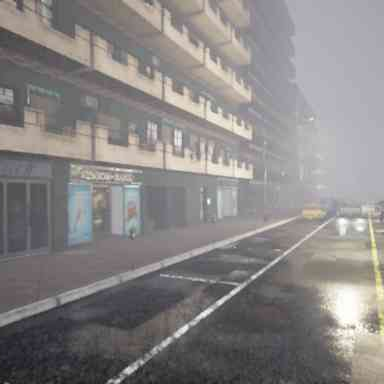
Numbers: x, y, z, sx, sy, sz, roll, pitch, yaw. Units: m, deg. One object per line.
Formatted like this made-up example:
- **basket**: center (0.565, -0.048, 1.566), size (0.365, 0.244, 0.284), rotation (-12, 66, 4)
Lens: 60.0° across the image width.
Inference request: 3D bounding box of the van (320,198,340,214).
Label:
- **van**: center (15.728, 1.562, 38.573), size (1.690, 1.788, 3.998), rotation (-1, -1, 28)

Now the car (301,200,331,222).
- **car**: center (10.408, 1.696, 28.383), size (1.752, 1.417, 4.829), rotation (-1, -1, 28)

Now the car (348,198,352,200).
- **car**: center (31.385, 1.930, 68.528), size (1.752, 1.417, 4.829), rotation (-1, -1, 28)

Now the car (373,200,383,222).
- **car**: center (16.148, 1.567, 26.919), size (2.128, 1.511, 4.902), rotation (-1, -1, 28)

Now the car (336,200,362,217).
- **car**: center (15.683, 1.751, 32.785), size (1.895, 1.301, 4.718), rotation (-1, -1, 28)

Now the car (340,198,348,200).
- **car**: center (23.596, 1.748, 53.625), size (1.967, 1.590, 4.097), rotation (-1, -1, 28)
